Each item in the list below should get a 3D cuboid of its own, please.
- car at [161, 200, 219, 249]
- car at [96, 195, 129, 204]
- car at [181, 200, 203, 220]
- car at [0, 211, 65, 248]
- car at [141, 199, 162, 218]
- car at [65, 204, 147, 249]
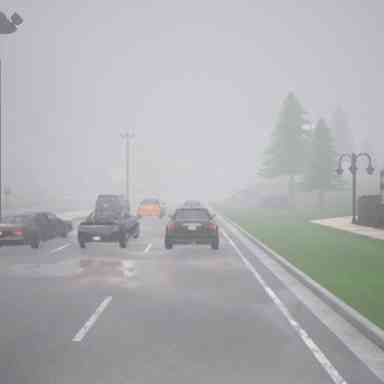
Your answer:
[{"bbox_3d":[0.000,1.365,14.620,2.097,1.767,4.553,0,0,0],"label":"car"},{"bbox_3d":[-7.000,1.257,29.680,2.150,2.045,5.566,0,0,0],"label":"car"},{"bbox_3d":[0.000,1.515,29.650,1.837,1.490,4.892,0,0,0],"label":"car"},{"bbox_3d":[-7.000,1.562,14.650,2.033,1.411,5.357,0,0,0],"label":"car"},{"bbox_3d":[-3.500,1.365,29.620,2.097,1.767,4.553,0,0,0],"label":"car"},{"bbox_3d":[-3.500,1.494,14.650,2.128,1.511,4.902,0,0,0],"label":"car"}]
